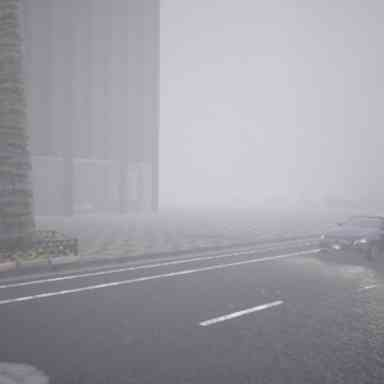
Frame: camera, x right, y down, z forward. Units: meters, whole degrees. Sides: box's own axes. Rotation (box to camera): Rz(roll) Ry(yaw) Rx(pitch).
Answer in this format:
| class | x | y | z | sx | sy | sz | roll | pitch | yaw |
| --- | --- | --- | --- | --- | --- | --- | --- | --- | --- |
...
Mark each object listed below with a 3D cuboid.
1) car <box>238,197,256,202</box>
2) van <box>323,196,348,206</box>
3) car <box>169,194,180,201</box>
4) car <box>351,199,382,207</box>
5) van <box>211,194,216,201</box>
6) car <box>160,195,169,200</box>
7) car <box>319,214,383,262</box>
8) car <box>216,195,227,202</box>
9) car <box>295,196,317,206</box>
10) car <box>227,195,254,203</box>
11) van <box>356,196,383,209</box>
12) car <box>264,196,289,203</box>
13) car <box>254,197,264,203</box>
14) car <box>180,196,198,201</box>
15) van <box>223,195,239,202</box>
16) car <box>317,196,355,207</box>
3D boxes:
| class | x | y | z | sx | sy | sz | roll | pitch | yaw |
| --- | --- | --- | --- | --- | --- | --- | --- | --- | --- |
| car | 13.217 | 1.800 | 79.797 | 1.802 | 1.307 | 4.206 | 0 | 0 | -36 |
| van | 26.413 | 1.563 | 61.316 | 1.690 | 1.788 | 3.998 | 1 | 0 | -36 |
| car | -3.616 | 1.598 | 88.705 | 1.967 | 1.590 | 4.097 | 0 | 0 | -36 |
| car | 29.711 | 1.808 | 56.694 | 1.802 | 1.307 | 4.206 | 1 | 0 | -36 |
| van | 6.620 | 1.559 | 89.040 | 1.690 | 1.788 | 3.998 | 0 | 0 | -36 |
| car | -6.816 | 1.683 | 93.187 | 1.752 | 1.417 | 4.829 | 0 | 0 | -36 |
| car | 6.720 | 1.577 | 12.472 | 4.674 | 1.442 | 1.812 | 0 | 0 | -35 |
| car | 9.064 | 1.570 | 80.862 | 2.033 | 1.411 | 5.357 | 0 | 0 | -36 |
| car | 19.475 | 1.744 | 56.360 | 1.802 | 1.307 | 4.206 | 1 | 0 | -36 |
| car | 10.607 | 1.641 | 73.537 | 1.882 | 1.535 | 5.008 | 0 | 0 | -36 |
| van | 26.074 | 1.511 | 47.119 | 1.690 | 1.788 | 3.998 | 1 | 0 | -36 |
| car | 17.780 | 1.555 | 68.654 | 1.812 | 1.442 | 4.674 | 0 | 0 | -36 |
| car | 16.516 | 1.800 | 75.176 | 1.802 | 1.307 | 4.206 | 0 | 0 | -36 |
| car | -0.318 | 1.708 | 84.084 | 2.008 | 1.369 | 4.403 | 0 | 0 | -36 |
| van | 9.919 | 1.559 | 84.419 | 1.690 | 1.788 | 3.998 | 0 | 0 | -36 |
| car | 22.776 | 1.481 | 51.740 | 2.192 | 1.841 | 5.009 | 1 | 0 | -36 |
